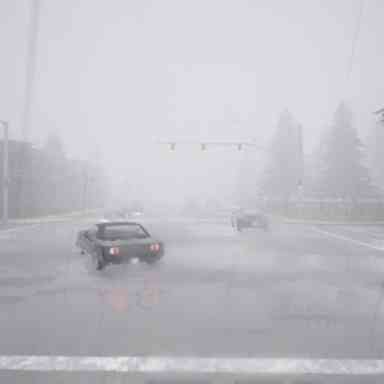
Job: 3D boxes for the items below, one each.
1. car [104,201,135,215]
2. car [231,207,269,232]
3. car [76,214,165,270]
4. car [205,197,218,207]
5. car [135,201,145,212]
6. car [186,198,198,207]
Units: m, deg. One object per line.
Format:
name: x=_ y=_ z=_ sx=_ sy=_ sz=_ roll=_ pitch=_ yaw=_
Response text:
car: x=-7.091 y=1.727 z=32.068 sx=1.812 sy=1.442 sz=4.674 roll=0 pitch=0 yaw=0
car: x=3.604 y=1.659 z=21.174 sx=1.812 sy=1.442 sz=4.674 roll=0 pitch=0 yaw=0
car: x=-2.675 y=1.673 z=11.432 sx=1.895 sy=1.301 sz=4.718 roll=0 pitch=0 yaw=-28
car: x=3.517 y=1.726 z=59.703 sx=2.097 sy=1.767 sz=4.553 roll=0 pitch=0 yaw=0
car: x=-7.080 y=1.828 z=42.091 sx=1.994 sy=1.385 sz=4.181 roll=0 pitch=0 yaw=0
car: x=0.011 y=1.852 z=59.705 sx=1.882 sy=1.535 sz=5.008 roll=0 pitch=0 yaw=0
